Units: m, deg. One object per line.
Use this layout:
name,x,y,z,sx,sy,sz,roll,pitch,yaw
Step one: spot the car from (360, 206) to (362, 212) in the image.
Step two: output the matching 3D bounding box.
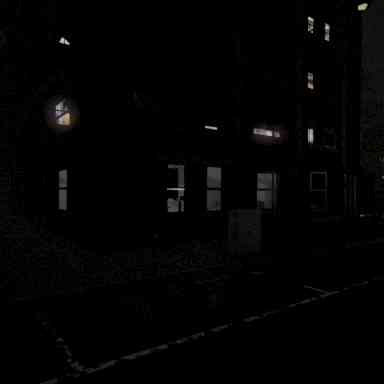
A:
car,13.193,1.256,31.801,2.033,1.411,5.357,0,1,-37

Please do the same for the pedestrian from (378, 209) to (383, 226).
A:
pedestrian,11.449,1.523,19.903,0.500,1.100,0.500,0,0,-36
